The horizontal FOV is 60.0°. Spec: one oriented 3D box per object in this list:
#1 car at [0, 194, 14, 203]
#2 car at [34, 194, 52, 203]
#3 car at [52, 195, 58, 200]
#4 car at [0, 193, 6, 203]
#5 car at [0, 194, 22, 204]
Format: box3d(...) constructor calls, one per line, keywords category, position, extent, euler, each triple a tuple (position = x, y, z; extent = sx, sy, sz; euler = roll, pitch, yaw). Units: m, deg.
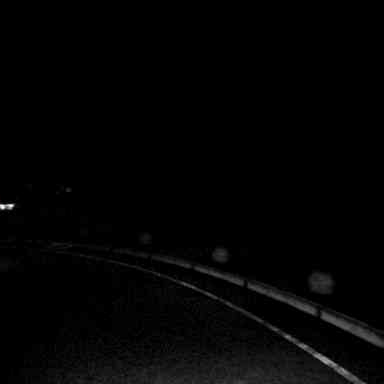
box3d(category="car", position=(-37.409, 1.326, 63.777), extent=(5.366, 1.575, 1.946), euler=(-1, -1, -14))
box3d(category="car", position=(-26.507, 1.059, 58.619), extent=(1.837, 1.490, 4.892), euler=(-1, 0, -14))
box3d(category="car", position=(-28.980, 1.197, 68.780), extent=(1.895, 1.301, 4.718), euler=(-1, -1, -14))
box3d(category="car", position=(-36.917, 1.162, 60.895), extent=(4.553, 1.767, 2.185), euler=(-1, -1, -14))
box3d(category="car", position=(-28.421, 1.100, 52.579), extent=(2.128, 1.511, 4.902), euler=(-1, 0, -13))
